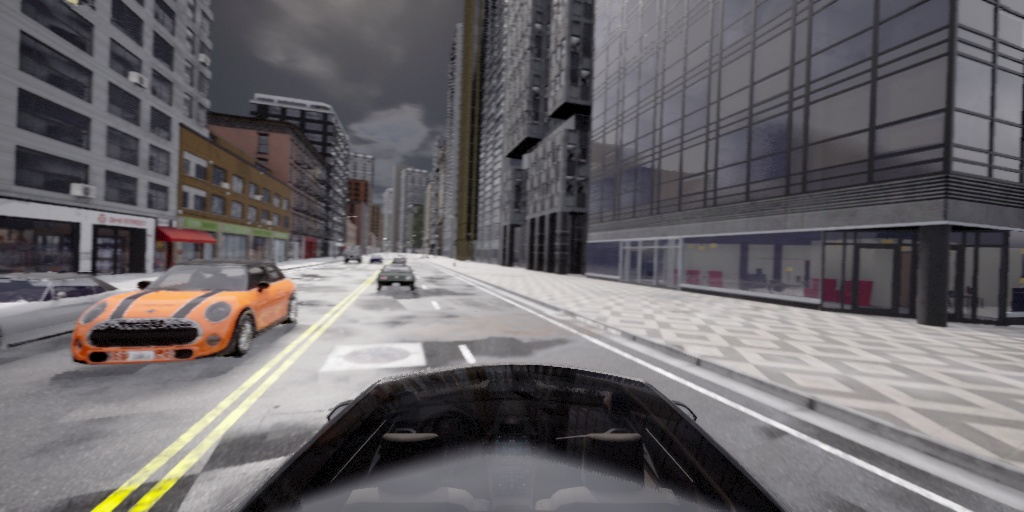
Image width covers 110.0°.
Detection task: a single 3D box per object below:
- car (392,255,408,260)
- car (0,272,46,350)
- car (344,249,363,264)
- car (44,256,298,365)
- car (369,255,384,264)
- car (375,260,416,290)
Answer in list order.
[{"bbox_3d":[-15.013,0.632,47.973,2.128,1.511,4.902,2,0,-17],"label":"car"},{"bbox_3d":[-9.296,1.002,6.604,1.895,1.301,4.718,2,0,-17],"label":"car"},{"bbox_3d":[-23.657,0.020,53.666,2.150,2.045,5.566,2,0,-17],"label":"car"},{"bbox_3d":[-6.163,0.869,7.494,2.097,1.767,4.553,2,0,-17],"label":"car"},{"bbox_3d":[-20.484,0.526,54.346,1.895,1.301,4.718,2,0,-17],"label":"car"},{"bbox_3d":[-6.366,1.100,19.851,1.895,1.301,4.718,2,0,-17],"label":"car"}]
